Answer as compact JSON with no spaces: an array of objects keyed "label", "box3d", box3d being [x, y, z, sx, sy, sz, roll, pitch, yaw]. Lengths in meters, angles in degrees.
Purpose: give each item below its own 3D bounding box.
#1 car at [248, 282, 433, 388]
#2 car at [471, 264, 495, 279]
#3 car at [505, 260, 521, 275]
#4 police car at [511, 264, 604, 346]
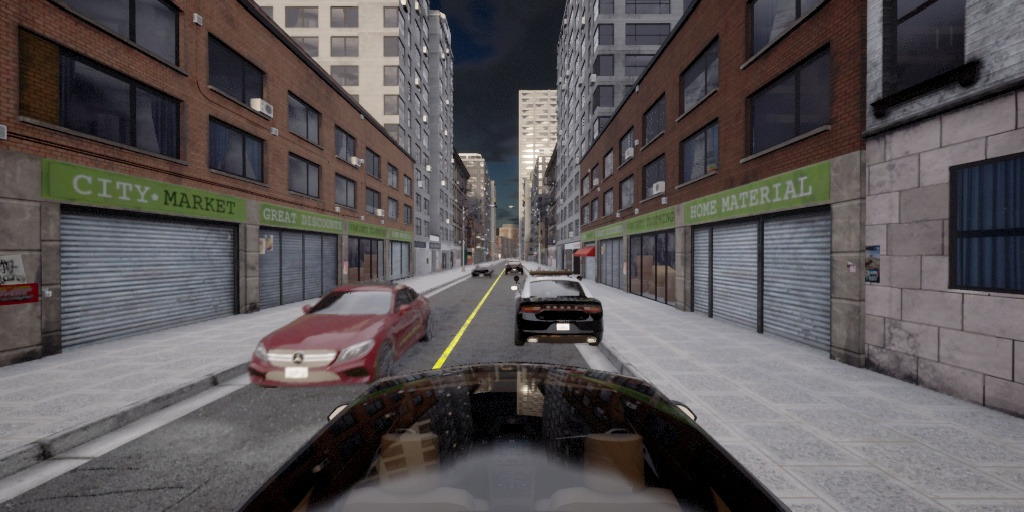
[{"label":"car","box3d":[-2.819,1.275,7.038,1.812,1.442,4.674,0,0,0]},{"label":"car","box3d":[-2.600,1.364,32.783,1.895,1.301,4.718,0,0,0]},{"label":"car","box3d":[0.258,1.248,38.884,1.882,1.535,5.008,0,0,0]},{"label":"police car","box3d":[1.005,1.176,9.557,1.930,1.638,5.238,0,0,0]}]
